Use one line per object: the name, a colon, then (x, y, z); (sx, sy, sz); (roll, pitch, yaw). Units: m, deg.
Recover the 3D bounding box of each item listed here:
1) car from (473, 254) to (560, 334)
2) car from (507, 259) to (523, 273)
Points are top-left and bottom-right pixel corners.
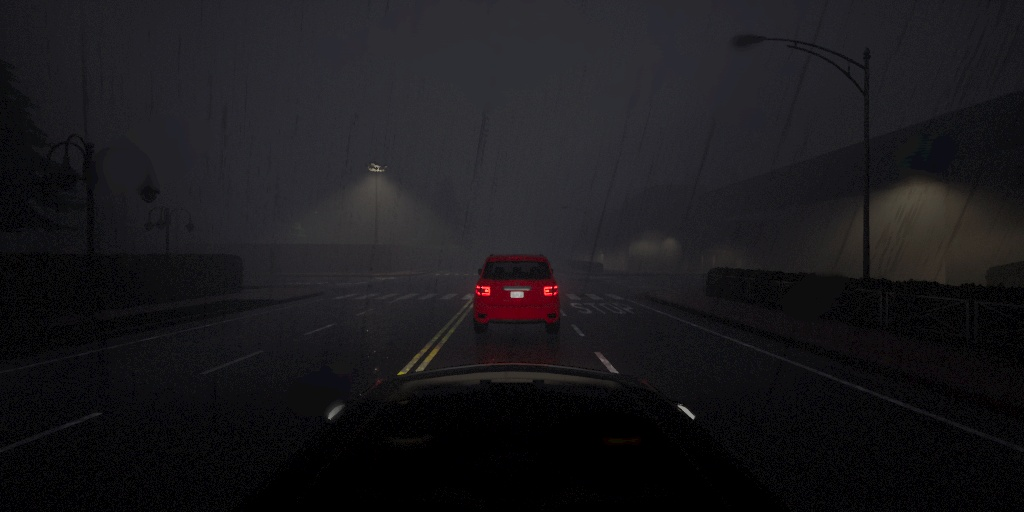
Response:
car: (0.121, 0.971, 10.812); (2.150, 2.045, 5.566); (0, 0, 0)
car: (0.353, 1.228, 45.619); (1.882, 1.535, 5.008); (0, 0, 1)
